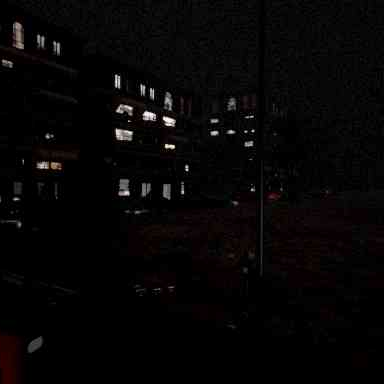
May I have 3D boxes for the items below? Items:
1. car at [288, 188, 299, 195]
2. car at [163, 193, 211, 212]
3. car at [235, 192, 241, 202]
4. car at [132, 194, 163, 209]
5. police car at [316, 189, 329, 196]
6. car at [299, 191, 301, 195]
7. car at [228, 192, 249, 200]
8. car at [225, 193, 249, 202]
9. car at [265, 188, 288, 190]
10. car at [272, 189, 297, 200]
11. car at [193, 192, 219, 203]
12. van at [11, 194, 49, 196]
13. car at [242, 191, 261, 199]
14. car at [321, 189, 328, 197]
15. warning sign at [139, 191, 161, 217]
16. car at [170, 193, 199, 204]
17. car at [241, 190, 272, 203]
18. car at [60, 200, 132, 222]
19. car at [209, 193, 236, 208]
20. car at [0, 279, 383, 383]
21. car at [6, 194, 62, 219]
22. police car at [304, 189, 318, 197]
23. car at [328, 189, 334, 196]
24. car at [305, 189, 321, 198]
[{"bbox_3d":[24.371,-0.031,83.459,2.192,1.841,5.009,2,2,35],"label":"car"},{"bbox_3d":[-0.412,1.131,32.893,1.887,1.381,4.507,2,2,35],"label":"car"},{"bbox_3d":[8.890,0.851,50.924,1.895,1.301,4.718,1,1,35],"label":"car"},{"bbox_3d":[-4.987,1.012,36.474,1.882,1.535,5.008,1,2,34],"label":"car"},{"bbox_3d":[33.259,0.037,84.870,1.930,1.638,5.238,1,1,34],"label":"police car"},{"bbox_3d":[27.536,0.113,88.046,1.887,1.381,4.507,2,2,35],"label":"car"},{"bbox_3d":[8.533,0.649,60.563,1.947,1.339,4.313,2,2,35],"label":"car"},{"bbox_3d":[7.427,0.795,54.262,1.895,1.301,4.718,1,1,35],"label":"car"},{"bbox_3d":[15.396,0.550,60.335,1.882,1.535,5.008,1,1,35],"label":"car"},{"bbox_3d":[15.522,0.674,55.936,1.752,1.417,4.829,2,2,35],"label":"car"},{"bbox_3d":[2.198,0.807,51.401,2.008,1.369,4.403,2,2,35],"label":"car"},{"bbox_3d":[-13.636,1.035,28.493,1.690,1.788,3.998,2,2,35],"label":"van"},{"bbox_3d":[11.603,0.524,65.002,1.752,1.417,4.829,2,2,35],"label":"car"},{"bbox_3d":[28.094,0.359,74.118,2.008,1.369,4.403,2,2,35],"label":"car"},{"bbox_3d":[-3.130,0.851,24.821,1.300,1.860,1.060,-1,0,35],"label":"warning sign"},{"bbox_3d":[-0.969,0.909,46.821,1.947,1.339,4.313,2,2,35],"label":"car"},{"bbox_3d":[9.090,0.876,46.635,2.008,1.369,4.403,2,2,35],"label":"car"},{"bbox_3d":[-6.746,1.328,23.734,1.947,1.339,4.313,2,2,35],"label":"car"},{"bbox_3d":[2.756,1.050,37.474,2.008,1.369,4.403,2,2,35],"label":"car"},{"bbox_3d":[-0.330,1.544,3.102,4.507,1.381,1.887,0,0,35],"label":"car"},{"bbox_3d":[-11.884,1.229,26.504,1.837,1.490,4.892,1,1,35],"label":"car"},{"bbox_3d":[27.449,0.189,76.729,1.930,1.638,5.238,0,1,32],"label":"police car"},{"bbox_3d":[34.430,0.077,83.277,1.967,1.590,4.097,2,2,35],"label":"car"},{"bbox_3d":[24.928,0.445,69.539,2.008,1.369,4.403,2,2,35],"label":"car"}]
